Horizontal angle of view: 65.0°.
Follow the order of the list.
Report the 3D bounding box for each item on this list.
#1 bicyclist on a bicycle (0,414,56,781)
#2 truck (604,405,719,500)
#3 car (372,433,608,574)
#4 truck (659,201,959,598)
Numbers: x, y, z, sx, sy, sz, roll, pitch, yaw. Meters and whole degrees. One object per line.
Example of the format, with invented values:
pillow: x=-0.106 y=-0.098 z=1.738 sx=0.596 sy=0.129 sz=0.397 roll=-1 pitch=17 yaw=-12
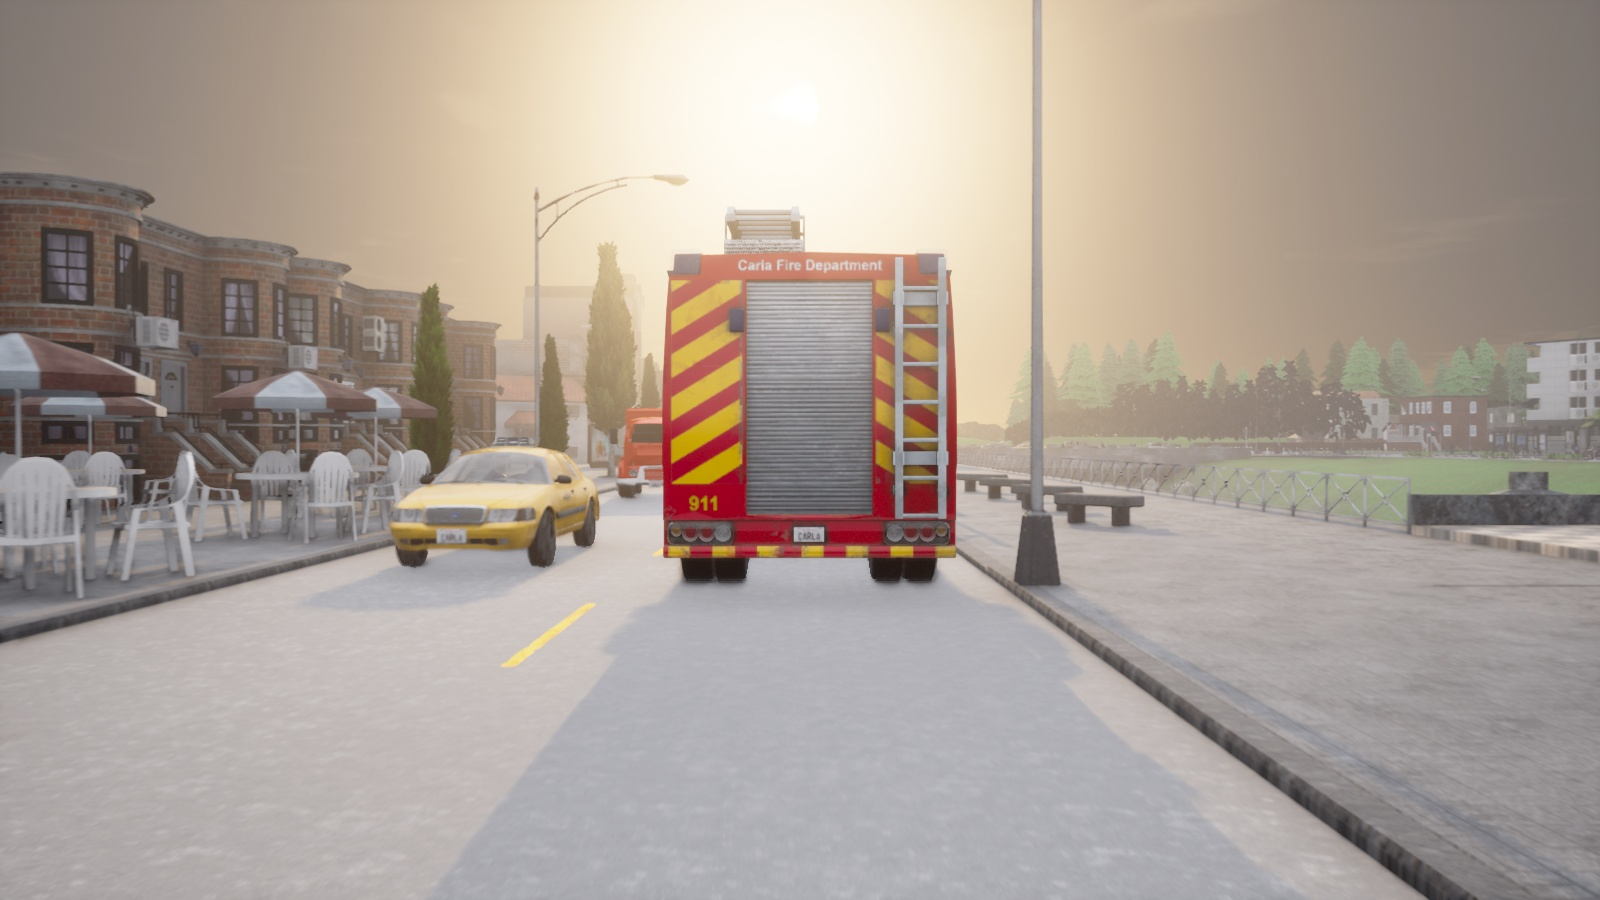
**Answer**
bicyclist on a bicycle: x=-3.955 y=0.651 z=5.185 sx=0.866 sy=1.612 sz=1.509 roll=0 pitch=0 yaw=0
truck: x=-3.788 y=0.058 z=35.329 sx=2.627 sy=2.467 sz=5.204 roll=0 pitch=0 yaw=0
car: x=-3.891 y=0.588 z=16.777 sx=1.801 sy=1.575 sz=5.366 roll=0 pitch=0 yaw=0
truck: x=0.107 y=-0.510 z=16.349 sx=2.891 sy=3.827 sz=8.468 roll=0 pitch=0 yaw=0
